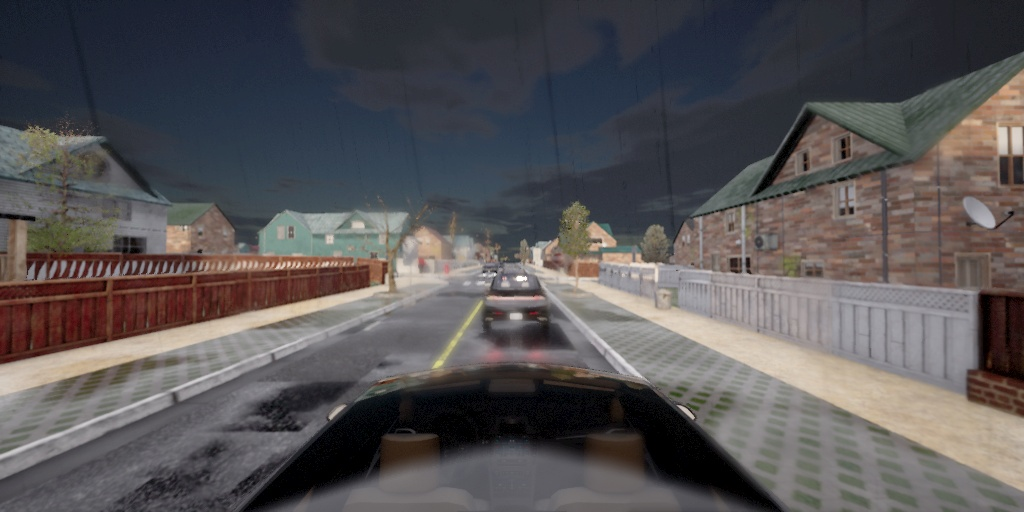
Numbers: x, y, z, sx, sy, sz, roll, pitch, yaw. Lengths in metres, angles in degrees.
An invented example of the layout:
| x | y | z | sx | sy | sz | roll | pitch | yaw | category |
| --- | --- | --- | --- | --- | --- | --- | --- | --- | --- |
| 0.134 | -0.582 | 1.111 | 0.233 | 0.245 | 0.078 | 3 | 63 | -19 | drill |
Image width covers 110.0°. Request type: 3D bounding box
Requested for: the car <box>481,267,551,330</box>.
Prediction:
| x | y | z | sx | sy | sz | roll | pitch | yaw | category |
| --- | --- | --- | --- | --- | --- | --- | --- | --- | --- |
| 0.113 | 1.280 | 11.229 | 2.128 | 1.511 | 4.902 | 0 | 0 | 0 | car |

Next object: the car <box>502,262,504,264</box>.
| x | y | z | sx | sy | sz | roll | pitch | yaw | category |
| --- | --- | --- | --- | --- | --- | --- | --- | --- | --- |
| -2.672 | 1.662 | 64.005 | 1.994 | 1.385 | 4.181 | 0 | -1 | 1 | car |

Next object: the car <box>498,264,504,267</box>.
| x | y | z | sx | sy | sz | roll | pitch | yaw | category |
| --- | --- | --- | --- | --- | --- | --- | --- | --- | --- |
| 0.139 | 1.452 | 24.597 | 1.895 | 1.301 | 4.718 | 0 | 0 | 0 | car |

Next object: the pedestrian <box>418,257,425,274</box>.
| x | y | z | sx | sy | sz | roll | pitch | yaw | category |
| --- | --- | --- | --- | --- | --- | --- | --- | --- | --- |
| -9.556 | 0.940 | 37.602 | 0.375 | 1.860 | 0.375 | 0 | -2 | 0 | pedestrian |

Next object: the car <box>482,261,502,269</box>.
| x | y | z | sx | sy | sz | roll | pitch | yaw | category |
| --- | --- | --- | --- | --- | --- | --- | --- | --- | --- |
| -2.757 | 1.518 | 45.846 | 2.033 | 1.411 | 5.357 | 0 | 0 | 0 | car |
